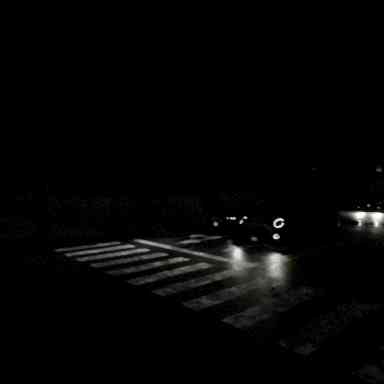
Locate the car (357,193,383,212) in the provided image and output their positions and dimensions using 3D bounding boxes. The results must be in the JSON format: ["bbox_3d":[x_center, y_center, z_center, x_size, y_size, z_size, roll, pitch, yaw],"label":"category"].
[{"bbox_3d":[14.888,0.788,26.474,4.181,1.385,1.994,-2,1,-40],"label":"car"}]

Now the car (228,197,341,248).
[{"bbox_3d":[3.859,1.011,13.020,4.553,1.767,2.097,-1,1,-40],"label":"car"}]

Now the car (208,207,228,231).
[{"bbox_3d":[2.922,1.114,16.475,4.902,1.511,2.128,-2,1,-40],"label":"car"}]
